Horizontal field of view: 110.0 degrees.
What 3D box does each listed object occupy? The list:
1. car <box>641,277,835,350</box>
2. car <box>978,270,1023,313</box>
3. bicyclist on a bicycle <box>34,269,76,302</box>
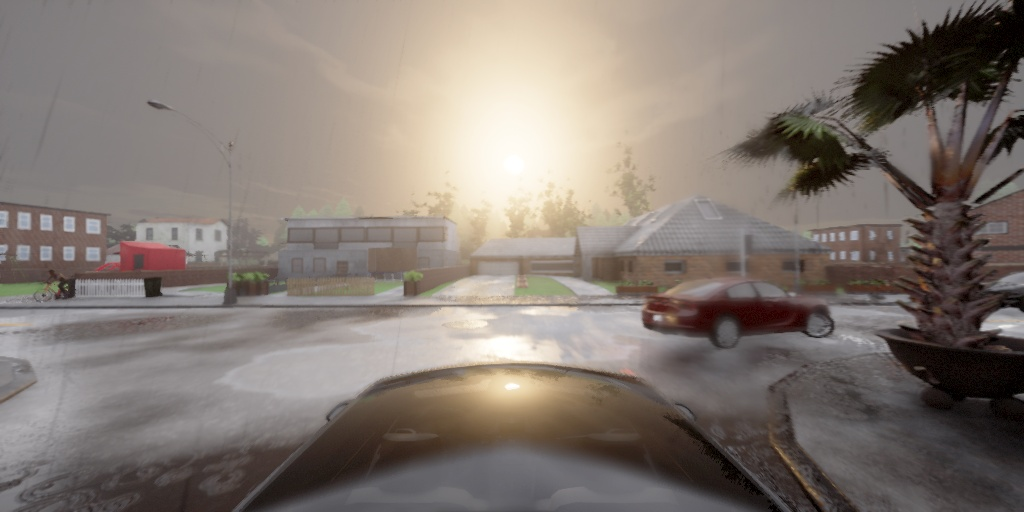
[{"bbox_3d":[5.724,1.281,9.136,5.008,1.535,1.882,0,-3,-19],"label":"car"},{"bbox_3d":[19.400,1.227,13.058,5.008,1.535,1.882,0,-1,1],"label":"car"},{"bbox_3d":[-23.234,1.495,18.251,0.582,1.620,1.656,0,0,1],"label":"bicyclist on a bicycle"}]
